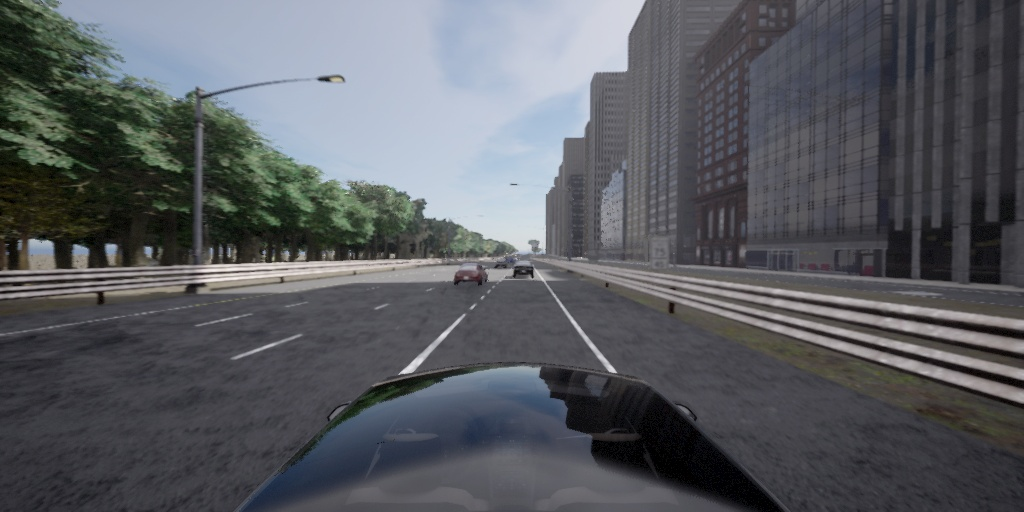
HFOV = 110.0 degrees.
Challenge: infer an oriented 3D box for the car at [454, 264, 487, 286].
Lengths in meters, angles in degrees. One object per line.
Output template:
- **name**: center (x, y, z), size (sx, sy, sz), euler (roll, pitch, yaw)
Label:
- **car**: center (-2.838, 1.245, 25.167), size (1.812, 1.442, 4.674), euler (1, 0, 2)

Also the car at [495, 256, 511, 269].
- **car**: center (-1.657, 1.235, 57.714), size (1.837, 1.490, 4.892), euler (1, 0, 2)

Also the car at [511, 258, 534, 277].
- **car**: center (1.137, 1.228, 35.099), size (1.882, 1.535, 5.008), euler (1, 0, 2)
